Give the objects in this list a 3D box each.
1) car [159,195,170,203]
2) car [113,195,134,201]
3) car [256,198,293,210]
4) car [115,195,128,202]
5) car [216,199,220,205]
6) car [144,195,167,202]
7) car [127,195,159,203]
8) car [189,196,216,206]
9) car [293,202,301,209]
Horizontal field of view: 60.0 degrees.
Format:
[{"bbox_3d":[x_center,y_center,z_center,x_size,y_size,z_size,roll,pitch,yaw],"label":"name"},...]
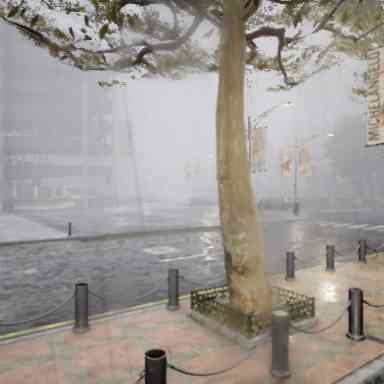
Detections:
[{"bbox_3d":[-7.715,1.524,70.017,4.892,1.490,1.837,0,0,33],"label":"car"},{"bbox_3d":[-16.815,1.464,81.647,4.892,1.490,1.837,0,0,12],"label":"car"},{"bbox_3d":[10.207,1.625,43.066,1.895,1.301,4.718,0,0,-35],"label":"car"},{"bbox_3d":[-17.775,1.449,78.282,5.008,1.535,1.882,0,0,12],"label":"car"},{"bbox_3d":[3.306,1.591,58.706,1.994,1.385,4.181,0,0,-36],"label":"car"},{"bbox_3d":[-8.239,1.504,74.429,5.008,1.535,1.882,0,0,30],"label":"car"},{"bbox_3d":[-9.913,1.569,67.248,5.357,1.411,2.033,0,0,33],"label":"car"},{"bbox_3d":[1.380,1.528,55.414,1.837,1.490,4.892,0,0,-36],"label":"car"},{"bbox_3d":[12.349,1.574,46.118,2.033,1.411,5.357,0,0,-35],"label":"car"}]
